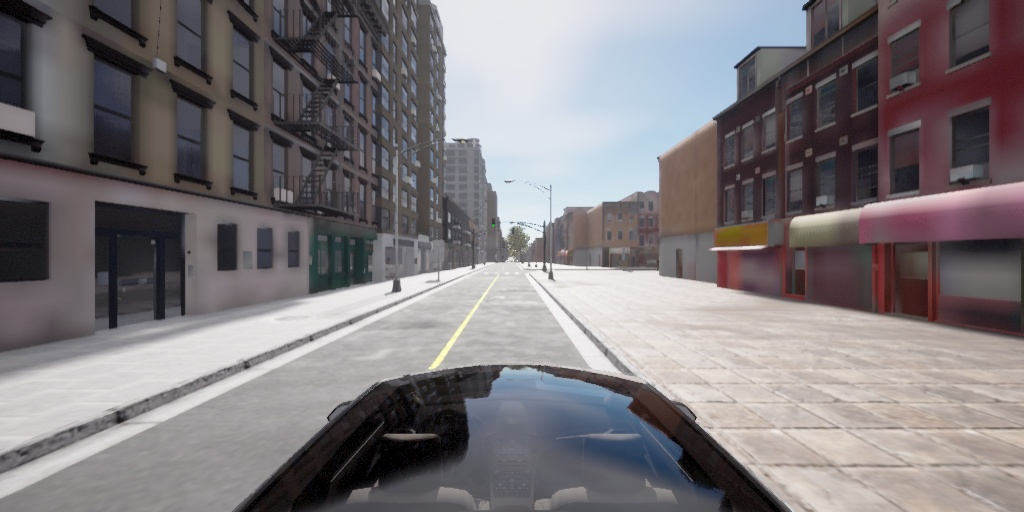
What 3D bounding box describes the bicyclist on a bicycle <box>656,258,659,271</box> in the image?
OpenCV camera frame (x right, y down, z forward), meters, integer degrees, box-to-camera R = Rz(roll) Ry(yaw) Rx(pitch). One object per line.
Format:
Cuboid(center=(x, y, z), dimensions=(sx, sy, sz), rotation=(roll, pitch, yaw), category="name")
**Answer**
Cuboid(center=(17.379, 1.055, 42.333), dimensions=(0.582, 1.620, 1.656), rotation=(0, 0, 0), category="bicyclist on a bicycle")
